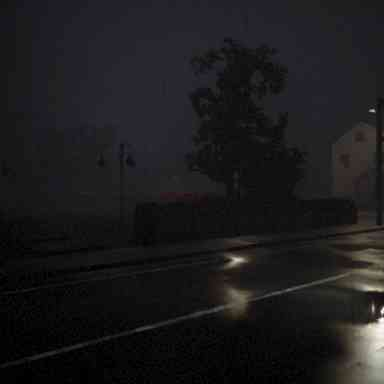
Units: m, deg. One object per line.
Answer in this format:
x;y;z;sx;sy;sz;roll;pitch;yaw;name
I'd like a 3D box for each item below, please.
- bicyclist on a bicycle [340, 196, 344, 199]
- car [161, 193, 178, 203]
20.308;1.287;45.080;1.656;1.620;0.582;0;0;-35;bicyclist on a bicycle
-3.673;1.211;60.102;2.150;2.045;5.566;0;0;-35;car
